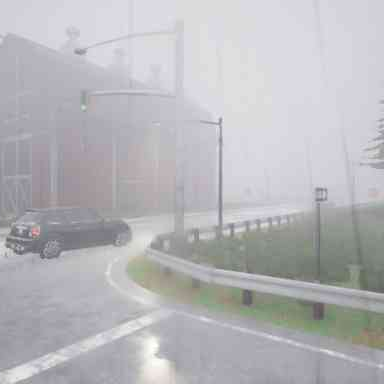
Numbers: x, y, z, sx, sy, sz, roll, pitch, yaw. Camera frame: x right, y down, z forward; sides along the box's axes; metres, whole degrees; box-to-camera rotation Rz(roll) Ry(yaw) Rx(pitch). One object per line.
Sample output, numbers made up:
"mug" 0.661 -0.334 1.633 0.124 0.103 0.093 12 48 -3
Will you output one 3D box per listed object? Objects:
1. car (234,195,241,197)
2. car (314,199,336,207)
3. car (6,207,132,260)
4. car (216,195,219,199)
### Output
"car" 12.048 1.524 89.603 1.784 1.438 3.905 0 0 36
"car" 16.670 1.565 41.521 2.128 1.511 4.902 0 -1 36
"car" -4.493 1.357 12.899 2.097 1.767 4.553 0 0 36
"car" 5.491 1.510 78.470 1.816 1.474 4.193 0 0 36
